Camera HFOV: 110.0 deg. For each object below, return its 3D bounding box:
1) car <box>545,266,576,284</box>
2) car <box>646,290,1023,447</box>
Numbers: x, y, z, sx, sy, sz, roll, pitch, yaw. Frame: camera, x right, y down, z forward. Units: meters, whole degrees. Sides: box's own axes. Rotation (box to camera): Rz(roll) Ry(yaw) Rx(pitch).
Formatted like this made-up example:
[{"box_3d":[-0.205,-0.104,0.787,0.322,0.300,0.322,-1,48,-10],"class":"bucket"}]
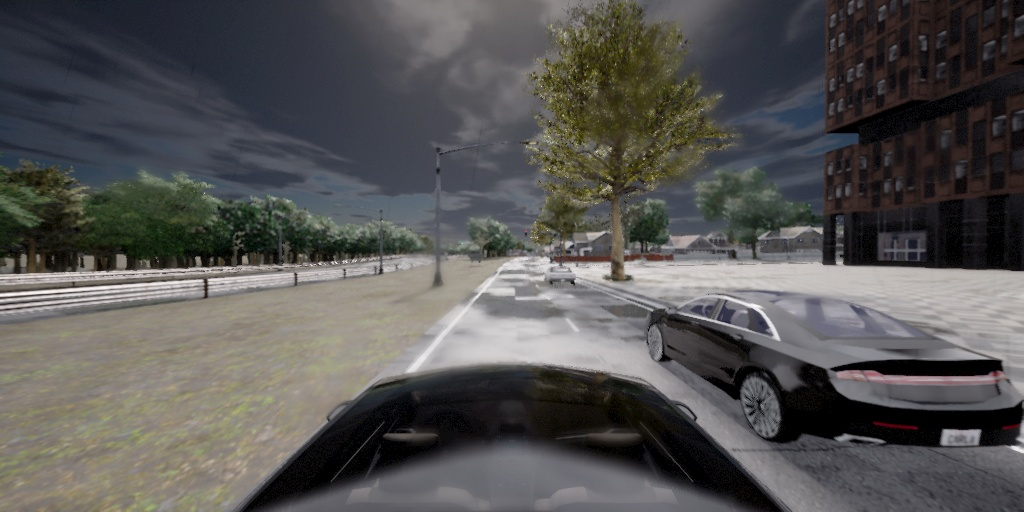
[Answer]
[{"box_3d":[3.606,1.453,27.585,1.895,1.301,4.718,0,0,0],"class":"car"},{"box_3d":[3.601,1.245,5.303,2.128,1.511,4.902,0,0,0],"class":"car"}]
